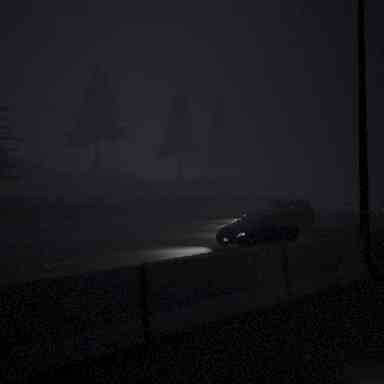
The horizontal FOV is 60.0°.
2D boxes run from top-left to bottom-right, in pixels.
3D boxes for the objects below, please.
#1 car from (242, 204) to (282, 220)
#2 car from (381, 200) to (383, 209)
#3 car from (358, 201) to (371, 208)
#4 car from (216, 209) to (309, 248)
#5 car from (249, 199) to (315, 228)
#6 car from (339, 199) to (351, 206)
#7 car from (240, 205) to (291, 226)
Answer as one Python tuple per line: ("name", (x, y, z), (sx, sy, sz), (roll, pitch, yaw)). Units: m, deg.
("car", (7.026, 1.963, 33.227), (1.994, 1.385, 4.181), (-1, -1, 44))
("car", (32.123, 1.995, 54.558), (2.033, 1.411, 5.357), (-1, -1, 31))
("car", (31.279, 2.077, 60.150), (2.033, 1.411, 5.357), (-1, -1, 29))
("car", (3.181, 1.714, 15.392), (4.674, 1.442, 1.812), (0, -1, -40))
("car", (6.324, 1.483, 22.758), (5.566, 2.045, 2.150), (0, -1, -42))
("car", (30.755, 2.160, 66.699), (1.994, 1.385, 4.181), (-1, -1, 27))
("car", (6.147, 1.852, 27.410), (4.674, 1.442, 1.812), (0, -1, -44))
